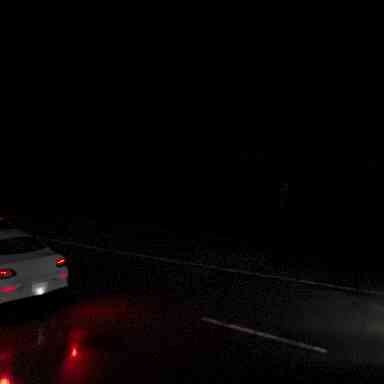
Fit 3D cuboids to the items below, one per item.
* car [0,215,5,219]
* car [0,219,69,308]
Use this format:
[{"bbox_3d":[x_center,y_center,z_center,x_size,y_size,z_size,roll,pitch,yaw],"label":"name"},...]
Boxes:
[{"bbox_3d":[-10.703,1.267,15.934,4.181,1.385,1.994,3,2,35],"label":"car"},{"bbox_3d":[-4.585,1.498,7.266,4.674,1.442,1.812,1,0,36],"label":"car"}]
